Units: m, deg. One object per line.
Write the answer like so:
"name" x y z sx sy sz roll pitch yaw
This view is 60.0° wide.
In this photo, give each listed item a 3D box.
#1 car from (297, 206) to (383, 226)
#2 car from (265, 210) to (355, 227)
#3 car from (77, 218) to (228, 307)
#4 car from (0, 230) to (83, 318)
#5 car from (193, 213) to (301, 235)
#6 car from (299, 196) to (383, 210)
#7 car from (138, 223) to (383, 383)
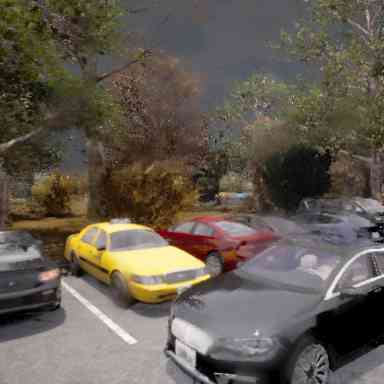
"car" 5.005 1.516 13.401 2.163 1.488 4.792 0 0 -35
"car" 2.771 1.514 11.738 2.163 1.488 4.792 0 0 -35
"car" -1.677 1.479 8.379 1.946 1.575 5.366 0 0 -35
"car" -4.053 1.520 6.914 2.002 1.452 4.674 0 0 -35
"car" 0.488 1.483 10.142 2.097 1.535 5.008 0 0 -35
"car" 7.306 1.238 14.969 2.435 2.045 5.566 0 0 -35
"car" 1.924 1.494 5.049 4.902 1.511 2.128 0 0 -35
